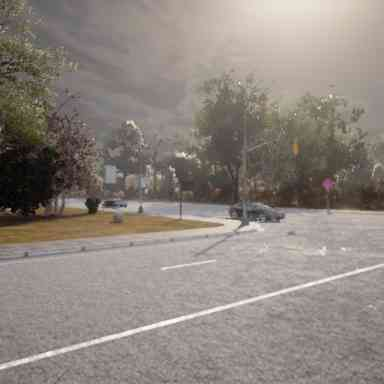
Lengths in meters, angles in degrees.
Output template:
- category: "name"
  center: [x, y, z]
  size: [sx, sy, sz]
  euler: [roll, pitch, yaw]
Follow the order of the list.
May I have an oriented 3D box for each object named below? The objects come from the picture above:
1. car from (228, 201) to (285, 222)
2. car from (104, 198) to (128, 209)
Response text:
- category: "car"
  center: [4.998, 1.515, 26.209]
  size: [1.837, 1.490, 4.892]
  euler: [0, 1, -39]
- category: "car"
  center: [-10.456, 1.540, 45.503]
  size: [1.994, 1.385, 4.181]
  euler: [0, 0, -39]
